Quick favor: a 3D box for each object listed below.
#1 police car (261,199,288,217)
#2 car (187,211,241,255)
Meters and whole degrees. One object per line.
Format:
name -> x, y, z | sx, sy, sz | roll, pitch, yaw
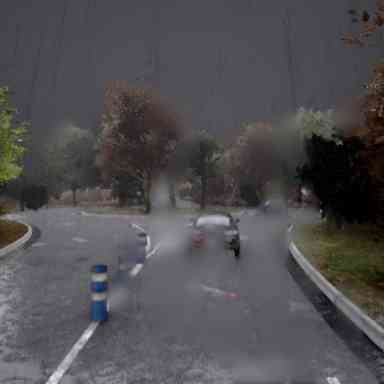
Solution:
police car -> 8.356, 1.531, 33.363 | 1.930, 1.638, 5.238 | 0, 0, 27
car -> 0.886, 1.466, 12.852 | 1.812, 1.442, 4.674 | 0, 0, 6
